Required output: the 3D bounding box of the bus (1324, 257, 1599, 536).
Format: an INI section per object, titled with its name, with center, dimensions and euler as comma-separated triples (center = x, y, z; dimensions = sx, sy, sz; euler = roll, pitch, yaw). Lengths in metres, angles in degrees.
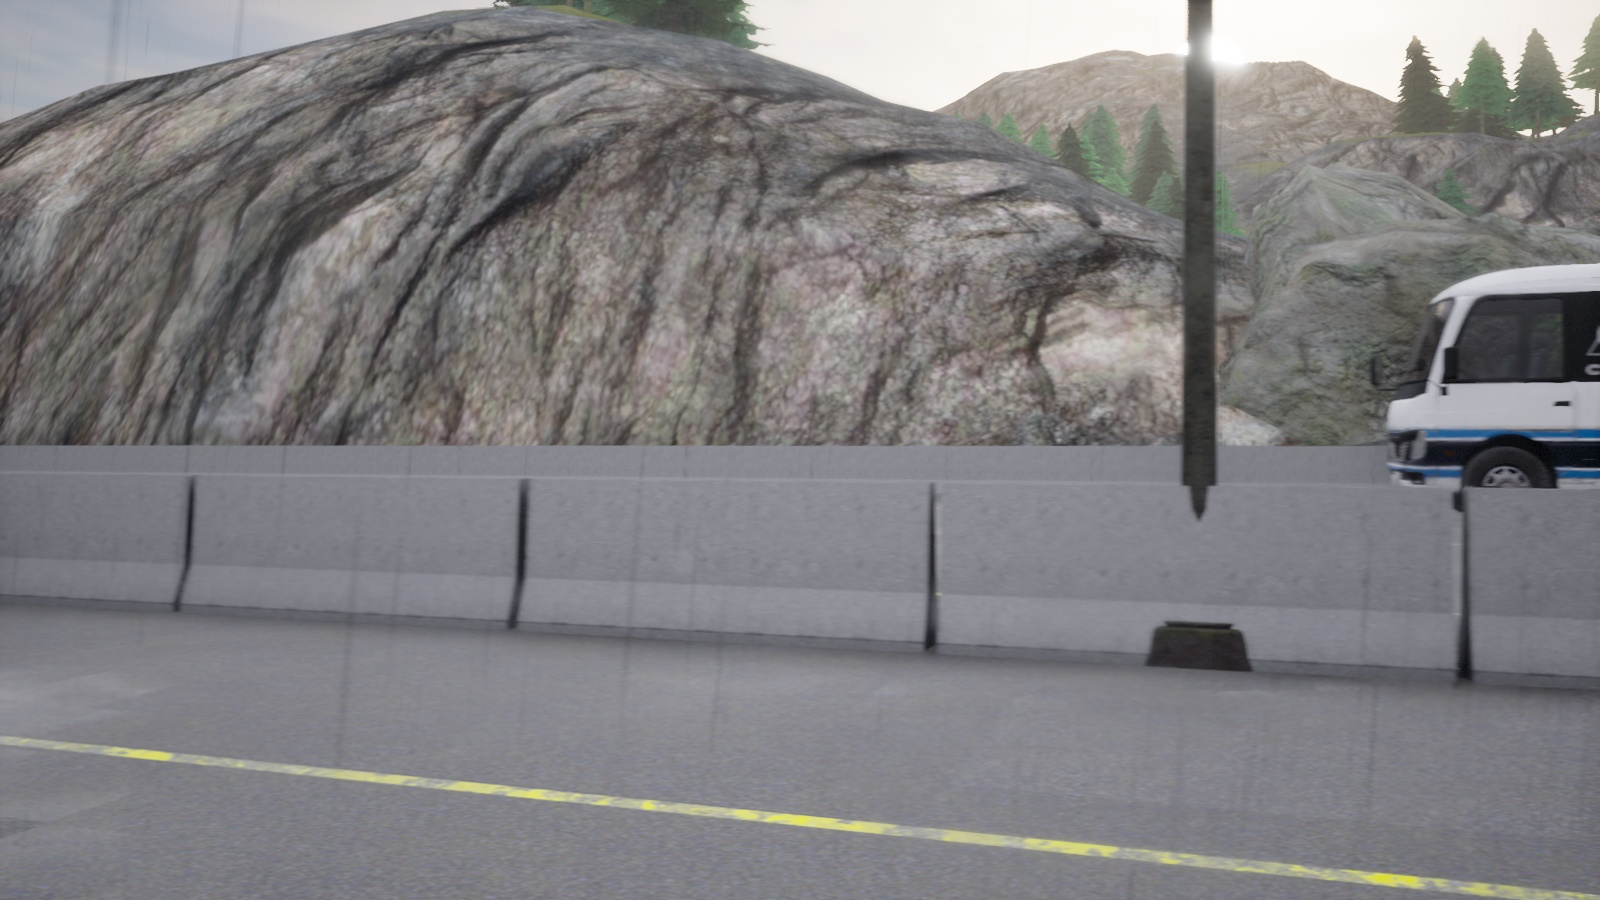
[bus]
center = 14.290, -0.825, 20.520
dimensions = 10.273, 4.253, 3.944
euler = 1, 1, 19
